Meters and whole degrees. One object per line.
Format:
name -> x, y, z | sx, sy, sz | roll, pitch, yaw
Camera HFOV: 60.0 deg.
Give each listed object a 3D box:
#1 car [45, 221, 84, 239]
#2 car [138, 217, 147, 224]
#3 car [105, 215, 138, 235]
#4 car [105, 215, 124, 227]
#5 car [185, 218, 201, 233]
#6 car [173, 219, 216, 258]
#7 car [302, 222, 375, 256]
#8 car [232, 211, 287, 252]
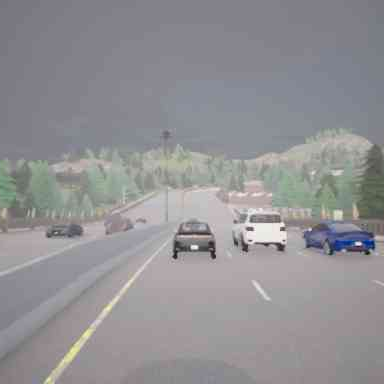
car -> -10.589, 3.147, 27.928 | 1.994, 1.385, 4.181 | 0, -4, 0
car -> -10.494, 5.878, 69.007 | 1.895, 1.301, 4.718 | 0, -4, 0
car -> -7.082, 3.309, 33.103 | 2.097, 1.767, 4.553 | 0, -4, 0
car -> -14.014, 5.185, 60.289 | 2.150, 2.045, 5.566 | 0, -4, 1
car -> 0.103, 3.916, 39.322 | 1.837, 1.490, 4.892 | 0, -4, 0
car -> 0.101, 2.197, 15.879 | 2.128, 1.511, 4.902 | 0, -4, 0
car -> 7.101, 2.239, 16.669 | 1.882, 1.535, 5.008 | 0, -4, 0
car -> 3.601, 2.122, 18.559 | 2.150, 2.045, 5.566 | 0, -4, 0
